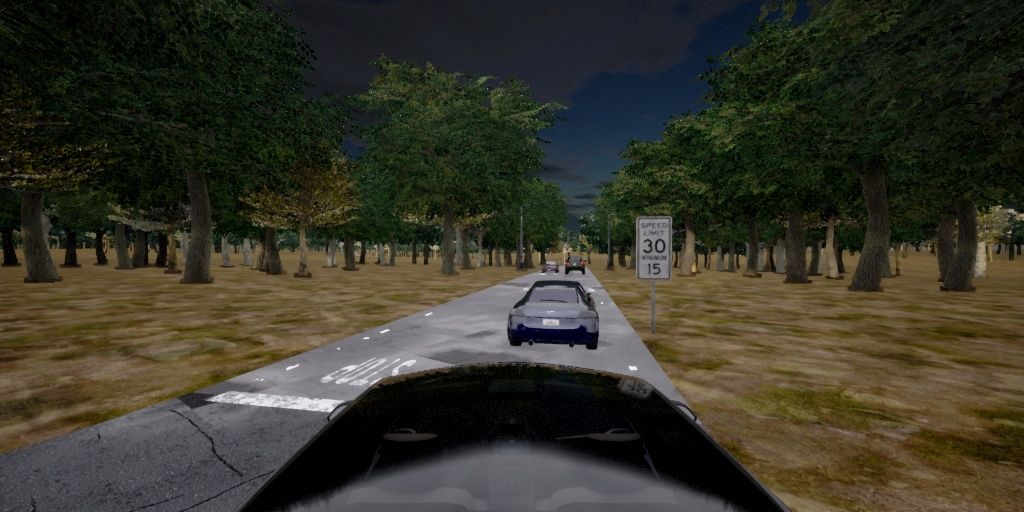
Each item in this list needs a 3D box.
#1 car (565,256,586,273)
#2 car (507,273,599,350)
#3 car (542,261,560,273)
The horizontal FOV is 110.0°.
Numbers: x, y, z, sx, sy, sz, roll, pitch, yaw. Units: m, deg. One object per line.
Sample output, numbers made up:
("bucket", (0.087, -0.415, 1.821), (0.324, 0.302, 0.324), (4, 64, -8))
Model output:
("car", (7.245, 1.033, 40.964), (2.150, 2.045, 5.566), (0, 0, 12))
("car", (1.164, 1.307, 9.215), (1.994, 1.385, 4.181), (0, 0, 11))
("car", (4.803, 1.358, 44.377), (1.812, 1.442, 4.674), (0, 0, 11))
